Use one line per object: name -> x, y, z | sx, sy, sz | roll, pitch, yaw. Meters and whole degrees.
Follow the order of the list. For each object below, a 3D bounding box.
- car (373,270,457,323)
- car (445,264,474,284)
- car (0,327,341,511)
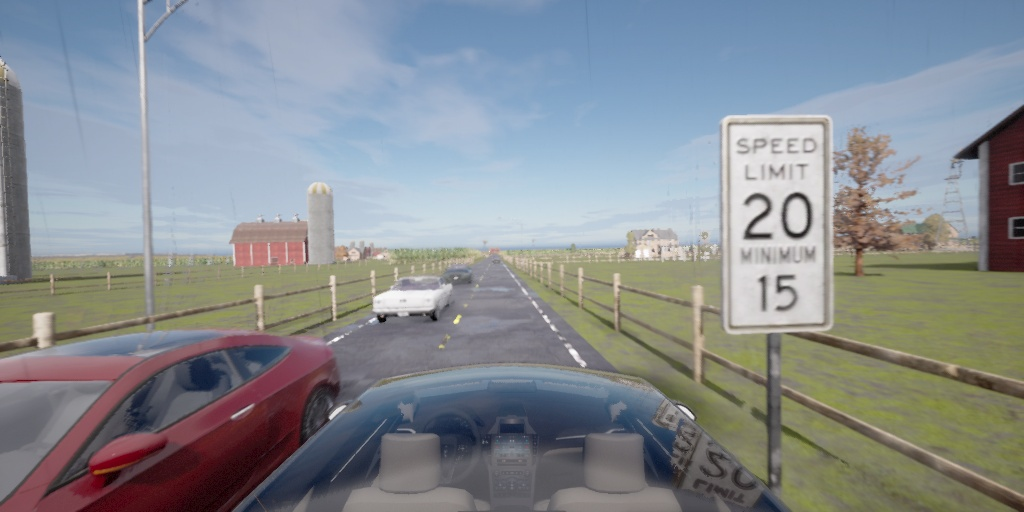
car -> -3.249, 1.373, 12.588 | 1.895, 1.301, 4.718 | -1, 0, -3
car -> -3.841, 1.280, 25.970 | 1.994, 1.385, 4.181 | -1, 0, -3
car -> -2.835, 1.339, 2.352 | 1.812, 1.442, 4.674 | -1, 0, -1
